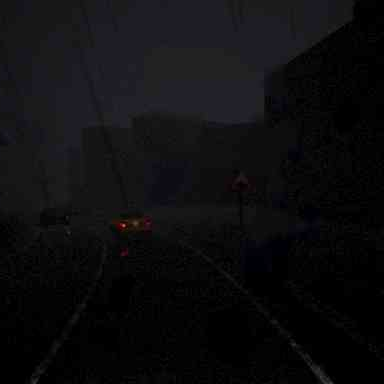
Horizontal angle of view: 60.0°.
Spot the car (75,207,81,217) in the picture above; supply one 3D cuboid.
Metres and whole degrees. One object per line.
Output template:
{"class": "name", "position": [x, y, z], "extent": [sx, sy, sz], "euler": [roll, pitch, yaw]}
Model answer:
{"class": "car", "position": [-14.786, 2.261, 38.863], "extent": [2.033, 1.411, 5.357], "euler": [-3, 0, -41]}

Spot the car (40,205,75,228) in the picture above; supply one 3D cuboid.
{"class": "car", "position": [-11.429, 2.026, 27.598], "extent": [1.882, 1.535, 5.008], "euler": [-2, -1, -30]}

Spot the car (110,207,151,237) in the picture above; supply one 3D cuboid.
{"class": "car", "position": [-3.728, 1.661, 19.530], "extent": [1.801, 1.575, 5.366], "euler": [-2, -1, -19]}
